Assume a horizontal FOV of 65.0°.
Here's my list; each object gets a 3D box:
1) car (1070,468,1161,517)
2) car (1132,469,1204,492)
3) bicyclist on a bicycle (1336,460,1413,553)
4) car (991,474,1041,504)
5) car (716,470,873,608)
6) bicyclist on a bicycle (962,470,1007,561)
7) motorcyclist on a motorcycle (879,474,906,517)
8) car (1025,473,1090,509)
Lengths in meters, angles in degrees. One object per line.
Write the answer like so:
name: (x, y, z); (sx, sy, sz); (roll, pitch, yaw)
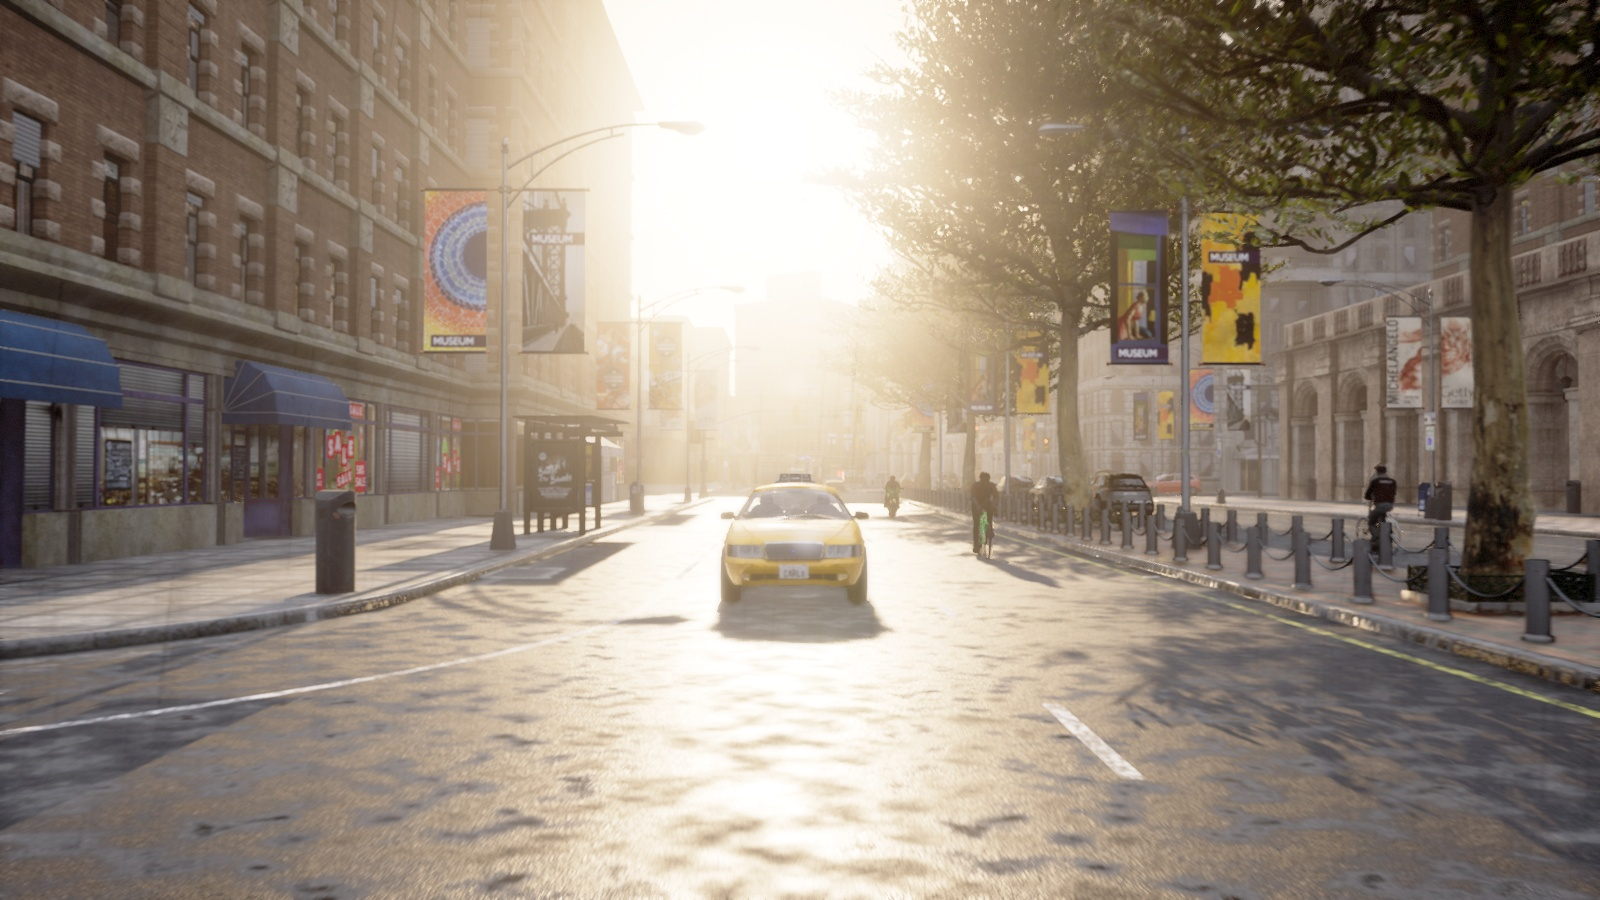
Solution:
car: (11.342, 1.530, 45.492); (2.033, 1.649, 4.856); (0, -2, 0)
car: (27.006, 2.228, 92.382); (4.611, 1.667, 2.242); (0, -1, -1)
bicyclist on a bicycle: (11.414, 1.089, 24.999); (0.659, 1.776, 1.843); (0, -1, 0)
car: (11.211, 1.982, 65.513); (1.837, 1.490, 4.892); (0, -1, 1)
car: (-0.065, 1.080, 17.171); (1.801, 1.575, 5.366); (0, -1, 0)
bicyclist on a bicycle: (3.420, 1.188, 23.360); (0.582, 1.620, 1.656); (0, -1, 0)
motorcyclist on a motorcycle: (3.348, 1.631, 45.457); (0.797, 1.523, 2.044); (0, -1, 0)
car: (11.316, 1.793, 55.480); (1.837, 1.490, 4.892); (0, -1, 0)
